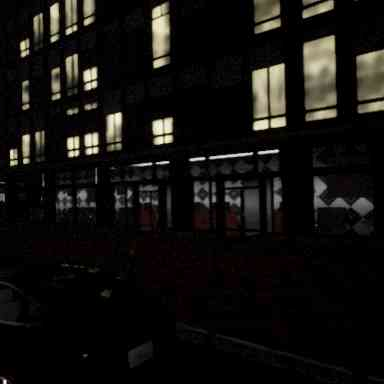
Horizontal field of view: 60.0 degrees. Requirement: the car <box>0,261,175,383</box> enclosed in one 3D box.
[{"bbox_3d":[-2.181,1.612,4.401,4.313,1.339,1.947,-1,-1,35],"label":"car"}]
